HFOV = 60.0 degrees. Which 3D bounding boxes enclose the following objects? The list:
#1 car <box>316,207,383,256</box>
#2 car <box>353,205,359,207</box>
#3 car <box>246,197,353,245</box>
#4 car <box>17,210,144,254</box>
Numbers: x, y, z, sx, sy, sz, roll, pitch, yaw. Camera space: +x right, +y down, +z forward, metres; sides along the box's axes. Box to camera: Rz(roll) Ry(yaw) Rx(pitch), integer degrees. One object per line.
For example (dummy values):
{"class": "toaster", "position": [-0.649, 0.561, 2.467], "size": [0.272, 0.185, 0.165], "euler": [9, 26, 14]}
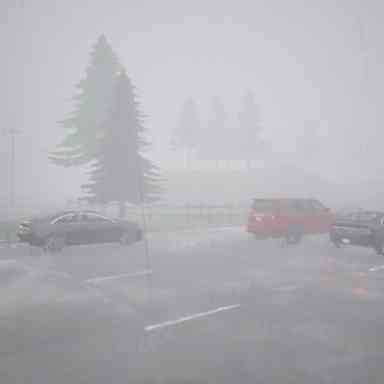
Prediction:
{"class": "car", "position": [7.503, 1.537, 13.363], "size": [4.902, 1.511, 2.128], "euler": [0, 0, -35]}
{"class": "car", "position": [11.832, 1.644, 25.024], "size": [4.181, 1.385, 1.994], "euler": [0, 0, -35]}
{"class": "car", "position": [5.061, 1.266, 15.923], "size": [5.566, 2.045, 2.150], "euler": [0, 0, -35]}
{"class": "car", "position": [-4.356, 1.505, 13.525], "size": [4.902, 1.511, 2.128], "euler": [0, 0, -35]}
